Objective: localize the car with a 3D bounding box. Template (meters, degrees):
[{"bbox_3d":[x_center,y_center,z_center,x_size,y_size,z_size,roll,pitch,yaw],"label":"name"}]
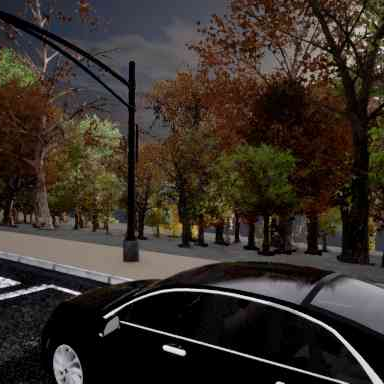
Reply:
[{"bbox_3d":[0.398,1.505,3.391,4.892,1.490,1.837,0,0,36],"label":"car"}]
